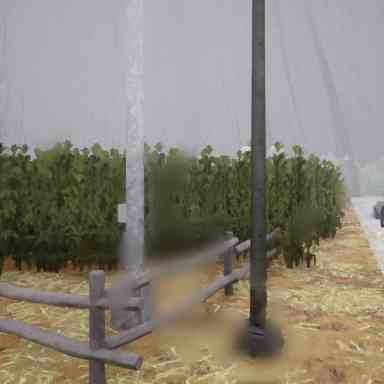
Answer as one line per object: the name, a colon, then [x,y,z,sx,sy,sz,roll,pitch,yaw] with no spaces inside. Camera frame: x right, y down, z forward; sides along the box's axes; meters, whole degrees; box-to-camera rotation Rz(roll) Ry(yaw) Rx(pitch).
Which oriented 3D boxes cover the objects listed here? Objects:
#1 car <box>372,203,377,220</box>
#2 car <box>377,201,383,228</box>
car: [16.446,1.504,28.074,1.837,1.490,4.892,0,0,25]
car: [12.245,1.222,19.085,2.150,2.045,5.566,0,0,24]
